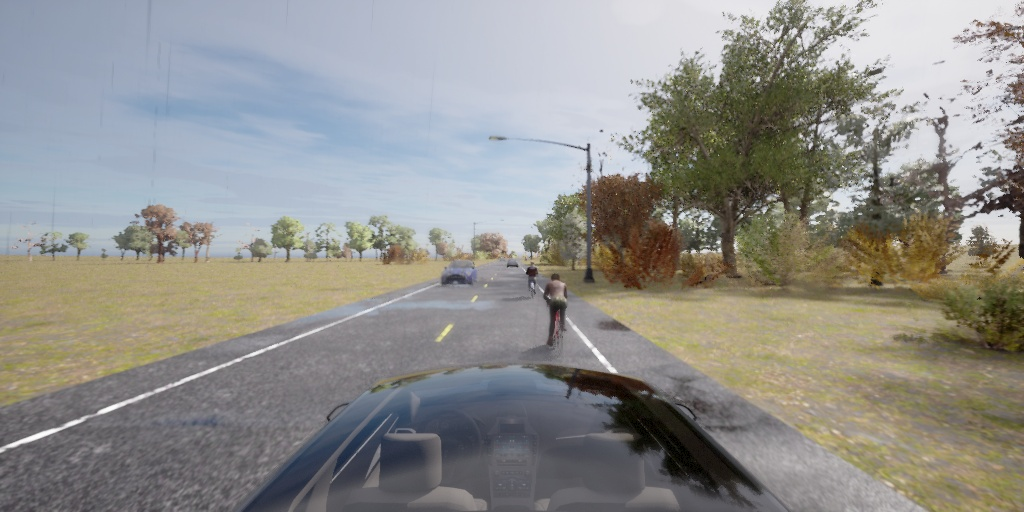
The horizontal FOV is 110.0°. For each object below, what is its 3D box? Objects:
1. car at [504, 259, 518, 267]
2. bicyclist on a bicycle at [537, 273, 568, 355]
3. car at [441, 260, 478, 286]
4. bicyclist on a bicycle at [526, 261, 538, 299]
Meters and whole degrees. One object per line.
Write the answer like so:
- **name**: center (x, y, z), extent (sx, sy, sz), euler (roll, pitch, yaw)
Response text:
- **car**: center (0.095, 1.318, 63.760), extent (1.994, 1.385, 4.181), euler (0, 0, 0)
- **bicyclist on a bicycle**: center (0.962, 1.203, 7.771), extent (0.582, 1.620, 1.656), euler (0, 0, 0)
- **car**: center (-3.602, 1.103, 25.114), extent (2.097, 1.767, 4.553), euler (0, 0, 0)
- **bicyclist on a bicycle**: center (0.961, 1.121, 17.159), extent (0.659, 1.776, 1.843), euler (0, 0, 0)
